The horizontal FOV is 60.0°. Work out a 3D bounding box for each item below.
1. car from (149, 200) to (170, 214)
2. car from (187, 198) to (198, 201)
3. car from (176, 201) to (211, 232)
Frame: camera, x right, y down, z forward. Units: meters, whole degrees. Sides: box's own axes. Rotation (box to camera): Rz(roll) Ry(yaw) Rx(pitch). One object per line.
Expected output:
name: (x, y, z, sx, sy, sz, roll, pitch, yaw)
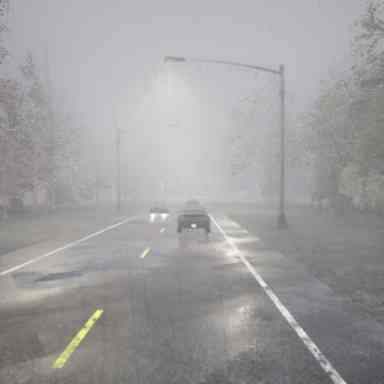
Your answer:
car: (-3.569, 1.639, 37.079, 1.994, 1.385, 4.181, 0, 0, 0)
car: (0.097, 1.595, 44.458, 1.837, 1.490, 4.892, 0, 0, 0)
car: (0.100, 1.547, 20.391, 1.837, 1.490, 4.892, 0, 0, 0)
